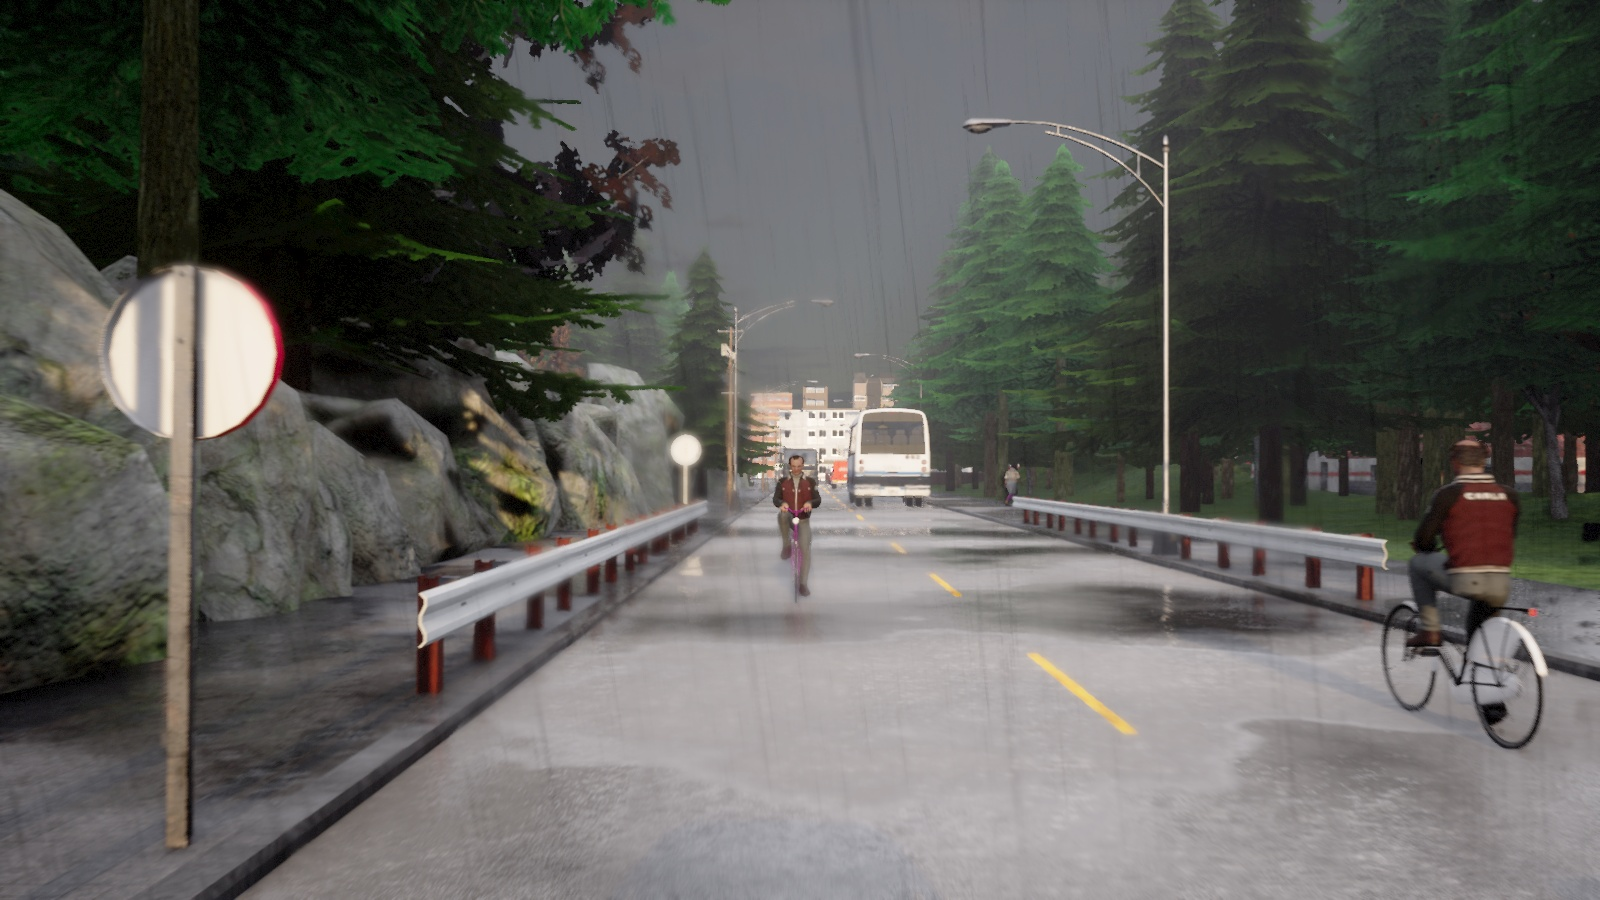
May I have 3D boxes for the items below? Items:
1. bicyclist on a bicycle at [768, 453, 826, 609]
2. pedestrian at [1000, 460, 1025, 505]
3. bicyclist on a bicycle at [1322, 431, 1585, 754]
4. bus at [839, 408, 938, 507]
[{"bbox_3d":[-0.038,0.939,15.220,0.659,1.776,1.843,0,-1,0],"label":"bicyclist on a bicycle"},{"bbox_3d":[9.202,1.395,54.385,0.873,1.952,0.659,1,-1,-38],"label":"pedestrian"},{"bbox_3d":[3.980,0.800,7.840,0.659,1.776,1.843,0,-1,0],"label":"bicyclist on a bicycle"},{"bbox_3d":[3.971,0.412,59.296,3.944,4.253,10.273,0,-1,0],"label":"bus"}]
